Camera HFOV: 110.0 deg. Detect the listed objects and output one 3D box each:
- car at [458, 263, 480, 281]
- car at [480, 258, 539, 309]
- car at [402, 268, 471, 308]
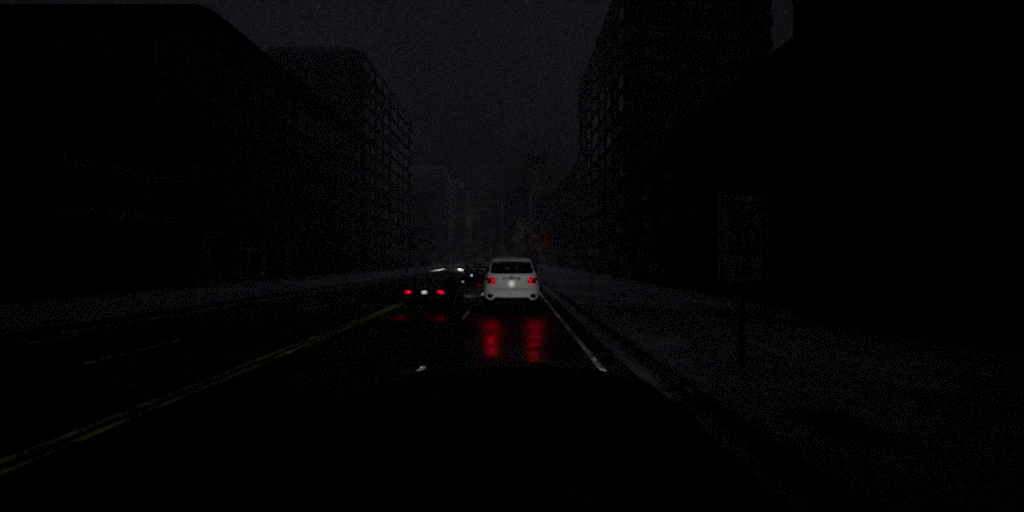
[{"bbox_3d":[-3.277,1.559,31.124,1.994,1.385,4.181,0,0,0],"label":"car"},{"bbox_3d":[-0.013,1.091,15.875,2.150,2.045,5.566,0,0,0],"label":"car"},{"bbox_3d":[-3.263,1.422,15.833,2.033,1.411,5.357,0,0,0],"label":"car"}]
